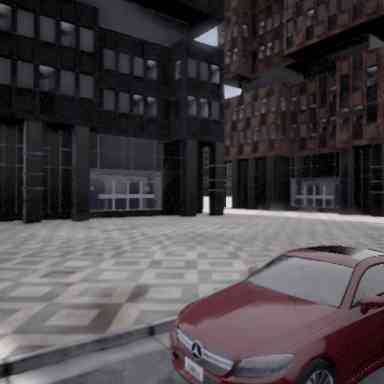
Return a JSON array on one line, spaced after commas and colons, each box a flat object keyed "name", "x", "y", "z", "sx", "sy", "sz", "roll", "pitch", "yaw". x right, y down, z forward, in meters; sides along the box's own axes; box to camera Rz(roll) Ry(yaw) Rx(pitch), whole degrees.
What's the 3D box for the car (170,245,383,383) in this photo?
[{"name": "car", "x": 1.914, "y": 1.554, "z": 4.732, "sx": 4.674, "sy": 1.442, "sz": 1.812, "roll": 1, "pitch": 0, "yaw": -36}]
